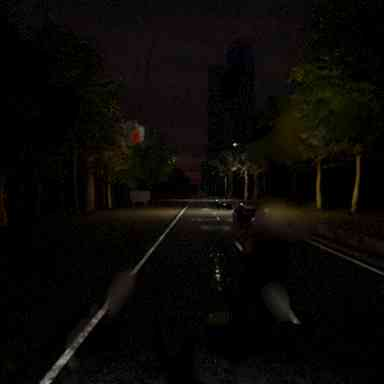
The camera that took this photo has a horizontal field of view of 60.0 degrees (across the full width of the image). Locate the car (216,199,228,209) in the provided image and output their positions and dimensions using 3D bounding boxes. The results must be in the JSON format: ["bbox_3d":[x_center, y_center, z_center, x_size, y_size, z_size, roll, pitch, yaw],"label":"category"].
[{"bbox_3d":[4.443,1.629,46.777,1.994,1.385,4.181,1,0,1],"label":"car"}]

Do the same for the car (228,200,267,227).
[{"bbox_3d":[4.011,1.542,23.638,2.128,1.511,4.902,1,0,1],"label":"car"}]
